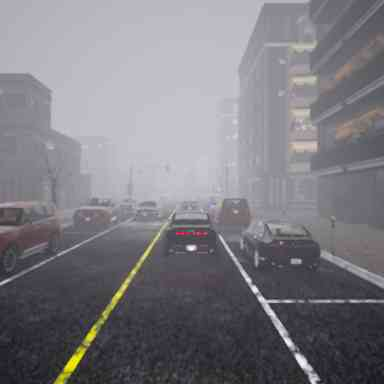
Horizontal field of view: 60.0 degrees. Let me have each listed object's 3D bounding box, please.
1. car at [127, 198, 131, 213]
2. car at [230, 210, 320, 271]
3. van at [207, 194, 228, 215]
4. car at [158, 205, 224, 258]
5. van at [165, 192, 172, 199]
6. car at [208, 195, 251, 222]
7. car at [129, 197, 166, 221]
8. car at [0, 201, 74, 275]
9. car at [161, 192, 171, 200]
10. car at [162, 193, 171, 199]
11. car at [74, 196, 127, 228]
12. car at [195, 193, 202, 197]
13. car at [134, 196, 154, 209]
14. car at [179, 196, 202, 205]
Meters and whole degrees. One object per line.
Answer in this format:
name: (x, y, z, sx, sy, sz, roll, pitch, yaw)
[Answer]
car: (-6.002, 1.270, 32.067, 1.967, 1.590, 4.097, 1, 0, -1)
car: (2.596, 1.495, 10.517, 2.008, 1.369, 4.403, 1, 0, -1)
van: (2.380, 1.170, 32.143, 1.690, 1.788, 3.998, 1, 0, -1)
car: (-0.038, 1.437, 12.442, 1.837, 1.490, 4.892, 0, 0, 0)
van: (-6.610, 0.846, 92.201, 1.690, 1.788, 3.998, 1, 0, -1)
car: (2.490, 1.202, 21.329, 2.192, 1.841, 5.009, 1, 0, -1)
car: (-3.364, 1.367, 25.953, 1.837, 1.490, 4.892, 0, 0, -1)
car: (-5.779, 1.260, 10.438, 2.192, 1.841, 5.009, 1, 0, -1)
car: (-6.575, 1.112, 80.833, 1.887, 1.381, 4.507, 1, 0, -1)
car: (-6.557, 1.081, 86.515, 1.887, 1.381, 4.507, 1, 0, -1)
car: (-5.890, 1.202, 21.252, 2.192, 1.841, 5.009, 1, 0, -1)
car: (1.767, 0.944, 92.347, 1.967, 1.590, 4.097, 1, 0, -1)
car: (-6.114, 1.323, 42.880, 2.008, 1.369, 4.403, 1, 0, -1)
car: (-0.207, 1.388, 29.851, 2.033, 1.411, 5.357, 0, 0, -1)
